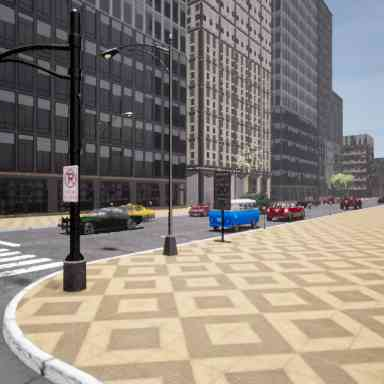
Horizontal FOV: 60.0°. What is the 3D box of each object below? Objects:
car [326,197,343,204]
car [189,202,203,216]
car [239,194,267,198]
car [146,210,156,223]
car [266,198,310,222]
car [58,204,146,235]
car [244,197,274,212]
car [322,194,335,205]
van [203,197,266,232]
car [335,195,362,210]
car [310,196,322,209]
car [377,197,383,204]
[{"bbox_3d":[28.665,1.624,66.884,2.008,1.369,4.403,0,0,38],"label":"car"},{"bbox_3d":[1.421,1.604,31.686,1.802,1.307,4.206,0,0,38],"label":"car"},{"bbox_3d":[5.745,1.248,33.229,2.150,2.045,5.566,0,0,38],"label":"car"},{"bbox_3d":[-4.708,1.540,23.980,1.752,1.417,4.829,0,0,38],"label":"car"},{"bbox_3d":[7.652,1.472,26.862,1.967,1.590,4.097,0,0,38],"label":"car"},{"bbox_3d":[-5.148,1.616,19.174,1.895,1.301,4.718,0,0,38],"label":"car"},{"bbox_3d":[8.232,1.471,40.486,1.967,1.590,4.097,0,0,38],"label":"car"},{"bbox_3d":[25.260,1.380,62.485,2.192,1.841,5.009,0,0,38],"label":"car"},{"bbox_3d":[2.672,1.368,20.247,1.690,1.788,3.998,0,0,38],"label":"van"},{"bbox_3d":[21.274,1.368,44.462,2.192,1.841,5.009,0,0,38],"label":"car"},{"bbox_3d":[16.226,1.558,46.622,1.895,1.301,4.718,0,0,38],"label":"car"},{"bbox_3d":[38.301,1.658,66.460,1.947,1.339,4.313,0,0,38],"label":"car"}]
